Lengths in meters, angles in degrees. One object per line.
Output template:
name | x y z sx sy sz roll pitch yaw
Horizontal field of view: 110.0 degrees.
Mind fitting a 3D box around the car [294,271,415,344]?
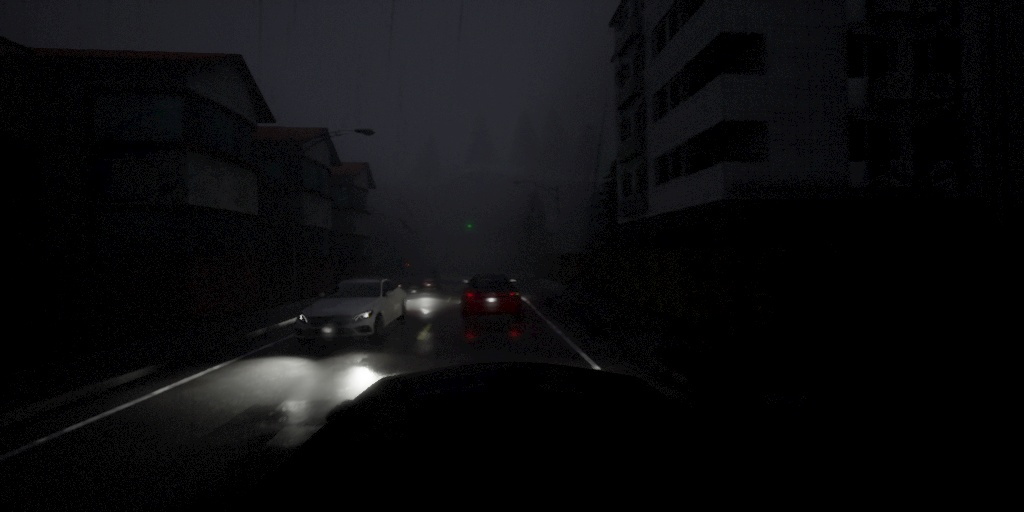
car | -4.233 1.357 10.189 1.812 1.442 4.674 -1 0 -5

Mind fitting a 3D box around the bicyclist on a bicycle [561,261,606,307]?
bicyclist on a bicycle | 2.514 0.995 12.599 1.656 1.620 0.582 -1 0 -5

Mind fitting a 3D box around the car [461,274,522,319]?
car | -0.786 1.326 12.977 1.994 1.385 4.181 -1 0 -5

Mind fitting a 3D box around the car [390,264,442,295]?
car | -5.138 1.398 20.647 2.033 1.411 5.357 -1 0 -5

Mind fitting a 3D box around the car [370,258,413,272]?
car | -14.490 1.262 42.246 5.566 2.045 2.150 -1 0 0
